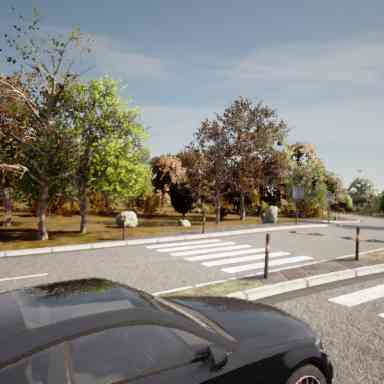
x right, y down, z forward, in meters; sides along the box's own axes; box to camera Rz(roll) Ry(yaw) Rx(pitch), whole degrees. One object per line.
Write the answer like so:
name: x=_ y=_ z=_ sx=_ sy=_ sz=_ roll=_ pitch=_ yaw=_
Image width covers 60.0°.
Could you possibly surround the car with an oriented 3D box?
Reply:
car: x=-0.775 y=1.527 z=2.837 sx=4.674 sy=1.442 sz=1.812 roll=0 pitch=0 yaw=-34
